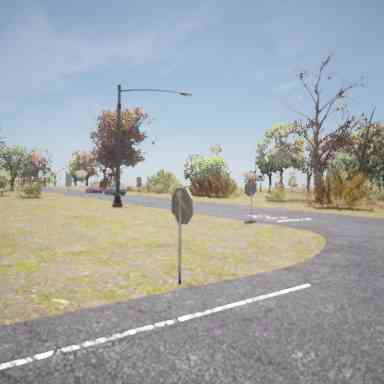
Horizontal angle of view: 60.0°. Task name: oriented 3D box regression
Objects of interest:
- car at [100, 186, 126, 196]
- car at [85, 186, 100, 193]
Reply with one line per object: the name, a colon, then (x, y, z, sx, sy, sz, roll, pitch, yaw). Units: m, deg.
car: (-12.088, -0.171, 52.077, 2.033, 1.411, 5.357, 0, 2, -36)
car: (-17.690, -0.463, 59.864, 1.994, 1.385, 4.181, 0, 2, -36)
